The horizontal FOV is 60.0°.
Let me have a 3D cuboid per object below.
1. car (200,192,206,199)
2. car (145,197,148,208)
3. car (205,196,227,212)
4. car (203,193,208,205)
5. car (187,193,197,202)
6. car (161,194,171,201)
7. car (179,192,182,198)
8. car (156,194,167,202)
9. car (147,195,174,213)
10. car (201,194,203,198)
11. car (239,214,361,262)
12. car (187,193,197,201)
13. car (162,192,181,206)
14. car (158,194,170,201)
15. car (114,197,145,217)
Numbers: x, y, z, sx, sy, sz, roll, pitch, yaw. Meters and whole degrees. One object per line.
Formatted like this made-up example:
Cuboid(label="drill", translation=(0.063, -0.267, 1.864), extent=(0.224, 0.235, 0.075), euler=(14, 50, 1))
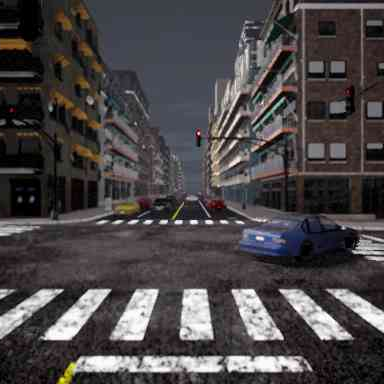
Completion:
Cuboid(label="car", translation=(2.995, 0.877, 83.535), extent=(2.097, 1.767, 4.553), euler=(0, 0, 0))
Cuboid(label="car", translation=(-5.686, 1.308, 40.762), extent=(1.887, 1.381, 4.507), euler=(1, 0, 0))
Cuboid(label="car", translation=(2.696, 1.340, 35.225), extent=(1.887, 1.381, 4.507), euler=(1, 0, 0))
Cuboid(label="car", translation=(2.696, 1.204, 40.748), extent=(1.967, 1.590, 4.097), euler=(1, 0, 0))
Cuboid(label="car", translation=(-0.003, 1.248, 61.515), extent=(1.895, 1.301, 4.718), euler=(0, 0, 0))
Cuboid(label="car", translation=(-5.688, 1.123, 73.902), extent=(1.887, 1.381, 4.507), euler=(1, 0, 0))
Cuboid(label="car", translation=(-3.005, 0.696, 65.694), extent=(2.097, 1.767, 4.553), euler=(0, 0, 0))
Cuboid(label="car", translation=(-5.687, 1.165, 62.685), extent=(1.752, 1.417, 4.829), euler=(1, 0, 0))
Cuboid(label="car", translation=(-3.101, 1.329, 33.847), extent=(1.812, 1.442, 4.674), euler=(0, 0, 0))
Cuboid(label="car", translation=(2.694, 1.284, 51.795), extent=(1.802, 1.307, 4.206), euler=(1, 0, 0))
Cuboid(label="car", translation=(4.029, 1.493, 11.924), extent=(5.357, 1.411, 2.033), euler=(0, 0, -40))
Cuboid(label="car", translation=(-0.004, 1.048, 71.491), extent=(2.128, 1.511, 4.902), euler=(0, 0, 0))
Cuboid(label="car", translation=(-3.087, 1.220, 49.348), extent=(1.837, 1.490, 4.892), euler=(0, 0, 0))
Cuboid(label="car", translation=(-5.688, 1.159, 68.379), extent=(2.008, 1.369, 4.403), euler=(1, 0, 0))
Cuboid(label="car", translation=(-5.684, 1.353, 29.545), extent=(1.752, 1.417, 4.829), euler=(1, 0, 0))
